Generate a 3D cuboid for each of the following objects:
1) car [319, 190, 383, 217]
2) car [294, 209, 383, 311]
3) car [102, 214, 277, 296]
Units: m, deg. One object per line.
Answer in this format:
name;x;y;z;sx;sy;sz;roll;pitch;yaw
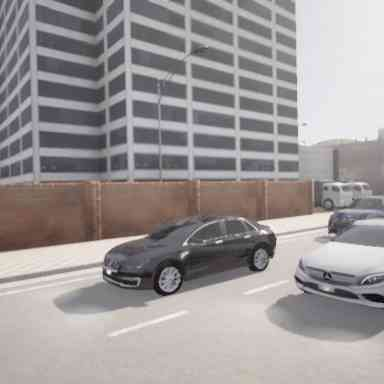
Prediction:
car;7.909;0.968;14.507;4.553;1.767;2.097;-2;1;-37
car;4.173;1.331;7.207;4.674;1.442;1.812;-2;1;-38
car;0.149;1.386;8.553;4.892;1.490;1.837;-2;1;-38
